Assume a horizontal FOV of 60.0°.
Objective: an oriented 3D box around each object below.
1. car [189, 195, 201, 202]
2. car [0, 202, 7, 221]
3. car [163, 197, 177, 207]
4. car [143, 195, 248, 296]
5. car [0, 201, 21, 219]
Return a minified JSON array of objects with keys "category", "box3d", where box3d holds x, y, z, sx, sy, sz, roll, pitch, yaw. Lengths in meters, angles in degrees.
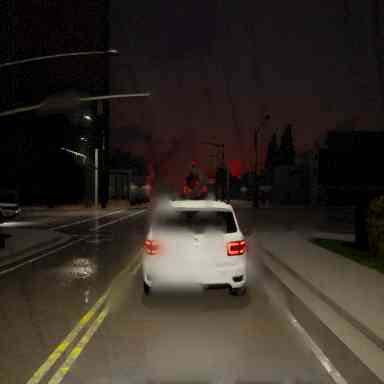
[{"category":"car","box3d":[0.852,1.465,78.667,1.882,1.535,5.008,0,0,12]},{"category":"car","box3d":[-16.215,1.667,24.044,4.181,1.385,1.994,-1,0,0]},{"category":"car","box3d":[-3.521,1.564,52.941,1.994,1.385,4.181,0,0,0]},{"category":"car","box3d":[0.081,1.221,8.796,2.150,2.045,5.566,0,0,0]},{"category":"car","box3d":[-17.293,1.339,27.540,5.566,2.045,2.150,-1,0,0]}]
